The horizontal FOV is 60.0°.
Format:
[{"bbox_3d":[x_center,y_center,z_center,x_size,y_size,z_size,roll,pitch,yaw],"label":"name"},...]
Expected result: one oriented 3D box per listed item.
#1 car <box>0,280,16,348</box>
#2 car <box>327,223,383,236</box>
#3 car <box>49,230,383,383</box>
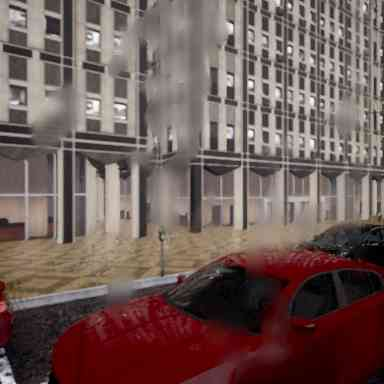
[{"bbox_3d":[-4.249,1.569,3.533,4.206,1.307,1.802,1,-1,-36],"label":"car"},{"bbox_3d":[4.926,1.655,10.099,4.313,1.339,1.947,1,-1,-36],"label":"car"},{"bbox_3d":[0.951,1.505,4.061,5.008,1.535,1.882,1,0,-36],"label":"car"}]
